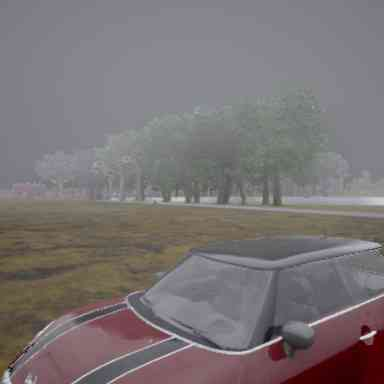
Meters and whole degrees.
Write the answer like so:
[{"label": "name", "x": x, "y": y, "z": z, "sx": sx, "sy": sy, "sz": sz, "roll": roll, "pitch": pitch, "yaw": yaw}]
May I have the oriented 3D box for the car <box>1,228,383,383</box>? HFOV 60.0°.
[{"label": "car", "x": 0.559, "y": 1.349, "z": 3.474, "sx": 4.553, "sy": 1.767, "sz": 2.097, "roll": 0, "pitch": 0, "yaw": -35}]
